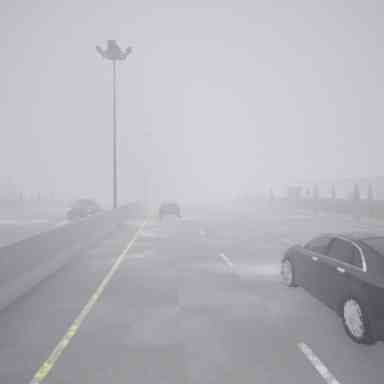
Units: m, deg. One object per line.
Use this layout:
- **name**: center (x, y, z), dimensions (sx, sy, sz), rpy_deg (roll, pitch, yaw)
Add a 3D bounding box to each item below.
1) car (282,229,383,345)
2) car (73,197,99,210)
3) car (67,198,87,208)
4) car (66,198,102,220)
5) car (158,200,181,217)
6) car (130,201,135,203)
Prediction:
- **car**: center (3.220, 1.481, 6.361), dimensions (1.837, 1.490, 4.892), rpy_deg (0, 0, -3)
- **car**: center (-13.822, 1.502, 43.709), dimensions (2.128, 1.511, 4.902), rpy_deg (0, 0, -4)
- **car**: center (-17.985, 1.667, 52.334), dimensions (1.812, 1.442, 4.674), rpy_deg (0, -2, -4)
- **car**: center (-9.116, 1.359, 28.380), dimensions (2.097, 1.767, 4.553), rpy_deg (0, 0, -4)
- **car**: center (-2.058, 1.463, 30.411), dimensions (2.128, 1.511, 4.902), rpy_deg (0, 0, -5)
- **car**: center (-12.265, 2.645, 69.543), dimensions (1.812, 1.442, 4.674), rpy_deg (0, -5, -5)
